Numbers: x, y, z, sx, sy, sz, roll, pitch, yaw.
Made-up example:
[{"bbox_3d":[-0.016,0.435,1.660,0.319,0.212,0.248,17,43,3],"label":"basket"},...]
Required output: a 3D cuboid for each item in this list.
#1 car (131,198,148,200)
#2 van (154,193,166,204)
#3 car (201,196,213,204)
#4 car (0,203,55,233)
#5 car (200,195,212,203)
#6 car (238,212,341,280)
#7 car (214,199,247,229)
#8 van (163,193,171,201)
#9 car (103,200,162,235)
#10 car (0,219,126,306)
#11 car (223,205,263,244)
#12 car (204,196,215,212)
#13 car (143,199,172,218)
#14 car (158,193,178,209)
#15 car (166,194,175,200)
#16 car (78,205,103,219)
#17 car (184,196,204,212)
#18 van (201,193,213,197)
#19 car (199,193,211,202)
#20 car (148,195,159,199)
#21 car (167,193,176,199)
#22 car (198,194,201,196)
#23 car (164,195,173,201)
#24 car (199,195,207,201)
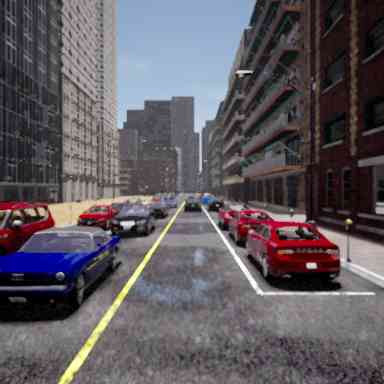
[{"bbox_3d":[-5.695,1.343,31.815,1.967,1.590,4.097,0,0,0],"label":"car"},{"bbox_3d":[-5.694,1.177,59.452,1.690,1.788,3.998,0,0,0],"label":"van"},{"bbox_3d":[2.688,1.380,59.452,1.887,1.381,4.507,0,0,0],"label":"car"},{"bbox_3d":[-5.696,1.284,9.703,2.192,1.841,5.009,0,0,0],"label":"car"},{"bbox_3d":[2.688,1.374,64.979,2.008,1.369,4.403,0,0,0],"label":"car"},{"bbox_3d":[2.685,1.513,9.703,1.887,1.381,4.507,0,0,0],"label":"car"},{"bbox_3d":[2.685,1.374,20.758,1.967,1.590,4.097,0,0,0],"label":"car"},{"bbox_3d":[-5.693,1.142,76.035,1.690,1.788,3.998,0,0,0],"label":"van"},{"bbox_3d":[-3.086,1.433,18.355,2.128,1.511,4.902,0,0,0],"label":"car"},{"bbox_3d":[-3.083,1.575,8.051,1.895,1.301,4.718,0,0,0],"label":"car"},{"bbox_3d":[2.685,1.496,15.230,1.887,1.381,4.507,0,0,0],"label":"car"},{"bbox_3d":[2.686,1.455,37.341,1.947,1.339,4.313,0,0,0],"label":"car"},{"bbox_3d":[-3.080,1.512,28.703,1.895,1.301,4.718,0,0,0],"label":"car"},{"bbox_3d":[-2.998,1.291,43.791,2.097,1.767,4.553,0,0,0],"label":"car"},{"bbox_3d":[-5.692,1.332,87.091,2.008,1.369,4.403,0,0,0],"label":"car"},{"bbox_3d":[-5.694,1.479,20.759,1.887,1.381,4.507,0,0,0],"label":"car"},{"bbox_3d":[0.103,1.451,37.839,1.994,1.385,4.181,0,0,0],"label":"car"},{"bbox_3d":[2.686,1.190,53.923,1.690,1.788,3.998,0,0,0],"label":"van"},{"bbox_3d":[2.686,1.127,70.507,2.192,1.841,5.009,0,0,0],"label":"car"},{"bbox_3d":[-5.694,1.401,42.699,1.752,1.417,4.829,0,0,0],"label":"car"},{"bbox_3d":[-5.693,1.087,92.618,2.192,1.841,5.009,0,0,0],"label":"car"},{"bbox_3d":[0.003,1.364,49.803,1.837,1.490,4.892,0,0,0],"label":"car"},{"bbox_3d":[-5.692,1.373,81.563,1.802,1.307,4.206,0,0,0],"label":"car"},{"bbox_3d":[2.689,1.357,81.562,1.947,1.339,4.313,0,0,0],"label":"car"}]
